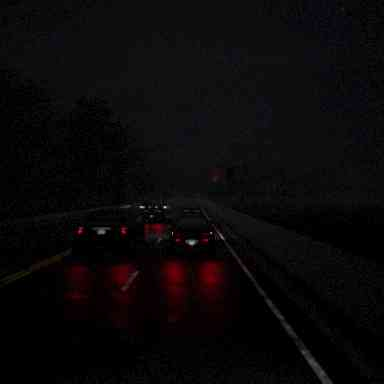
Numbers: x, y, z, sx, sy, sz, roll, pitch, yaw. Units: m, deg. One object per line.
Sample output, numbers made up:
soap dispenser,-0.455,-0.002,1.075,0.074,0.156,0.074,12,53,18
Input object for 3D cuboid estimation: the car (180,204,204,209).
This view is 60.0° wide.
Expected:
car,-0.012,1.778,29.308,2.128,1.511,4.902,0,0,0

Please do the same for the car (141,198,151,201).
car,-9.786,2.070,70.999,2.097,1.767,4.553,0,-1,0

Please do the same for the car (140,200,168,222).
car,-3.262,1.778,29.302,2.128,1.511,4.902,0,0,0

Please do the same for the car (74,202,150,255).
car,-3.255,1.487,14.076,2.097,1.767,4.553,0,-1,0

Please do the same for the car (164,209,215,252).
car,-0.004,1.666,14.375,1.812,1.442,4.674,0,0,0
